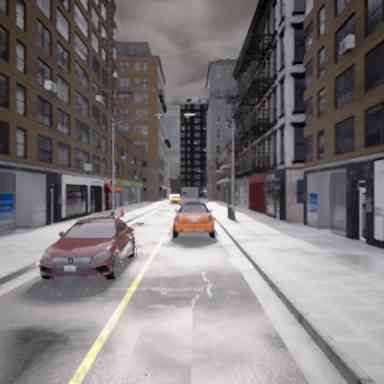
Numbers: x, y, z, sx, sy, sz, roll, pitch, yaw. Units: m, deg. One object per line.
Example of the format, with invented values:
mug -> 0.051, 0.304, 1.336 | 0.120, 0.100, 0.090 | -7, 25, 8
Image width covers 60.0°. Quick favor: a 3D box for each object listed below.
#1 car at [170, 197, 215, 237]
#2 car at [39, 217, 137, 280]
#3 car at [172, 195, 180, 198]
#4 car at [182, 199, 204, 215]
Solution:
car -> 0.090, 1.324, 17.990 | 2.097, 1.767, 4.553 | 0, 0, 0
car -> -2.839, 1.511, 10.048 | 1.812, 1.442, 4.674 | 0, 0, 0
car -> -2.770, 1.377, 58.565 | 1.882, 1.535, 5.008 | 0, 0, 0
car -> 0.090, 1.490, 33.933 | 2.033, 1.411, 5.357 | 0, 0, 0
